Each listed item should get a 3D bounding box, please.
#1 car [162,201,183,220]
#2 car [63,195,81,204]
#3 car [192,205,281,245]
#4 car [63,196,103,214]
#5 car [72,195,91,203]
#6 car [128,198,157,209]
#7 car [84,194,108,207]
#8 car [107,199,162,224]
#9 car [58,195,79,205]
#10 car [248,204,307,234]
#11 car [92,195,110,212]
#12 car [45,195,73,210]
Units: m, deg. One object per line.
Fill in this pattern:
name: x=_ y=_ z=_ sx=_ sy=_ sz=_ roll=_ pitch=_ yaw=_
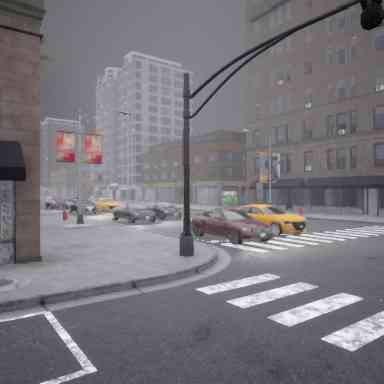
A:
car: x=-2.604 y=1.489 z=27.810 sx=1.812 sy=1.442 sz=4.674 roll=0 pitch=0 yaw=-36
car: x=-21.710 y=1.407 z=60.181 sx=1.837 sy=1.490 sz=4.892 roll=0 pitch=0 yaw=-36
car: x=1.717 y=1.513 z=15.754 sx=1.812 sy=1.442 sz=4.674 roll=0 pitch=0 yaw=-32
car: x=-11.334 y=1.444 z=34.352 sx=2.128 sy=1.511 sz=4.902 roll=0 pitch=0 yaw=-36
car: x=-22.044 y=1.436 z=66.192 sx=2.033 sy=1.411 sz=5.357 roll=0 pitch=0 yaw=-36
car: x=-6.778 y=1.531 z=45.031 sx=1.895 sy=1.301 sz=4.718 roll=0 pitch=0 yaw=-36
car: x=-14.643 y=1.272 z=50.380 sx=2.097 sy=1.767 sz=4.553 roll=0 pitch=0 yaw=-36
car: x=-4.402 y=1.495 z=24.747 sx=1.812 sy=1.442 sz=4.674 roll=0 pitch=0 yaw=-36
car: x=-18.770 y=1.192 z=50.372 sx=1.994 sy=1.385 sz=4.181 roll=0 pitch=0 yaw=-36
car: x=4.003 y=1.458 z=18.628 sx=1.882 sy=1.535 sz=5.008 roll=0 pitch=0 yaw=-36
car: x=-9.916 y=1.422 z=37.947 sx=1.882 sy=1.535 sz=5.008 roll=0 pitch=0 yaw=-36
car: x=-17.425 y=1.288 z=42.854 sx=2.097 sy=1.767 sz=4.553 roll=0 pitch=0 yaw=-35
